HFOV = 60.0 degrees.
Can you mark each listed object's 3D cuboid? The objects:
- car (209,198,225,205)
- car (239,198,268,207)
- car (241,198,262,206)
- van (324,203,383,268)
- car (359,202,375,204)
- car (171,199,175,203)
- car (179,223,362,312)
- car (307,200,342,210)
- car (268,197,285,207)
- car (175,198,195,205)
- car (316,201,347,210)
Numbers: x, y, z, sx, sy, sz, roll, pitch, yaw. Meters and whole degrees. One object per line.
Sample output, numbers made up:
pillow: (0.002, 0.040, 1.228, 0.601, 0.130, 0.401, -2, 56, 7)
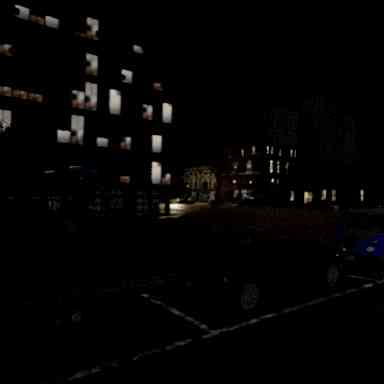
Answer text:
car: (5.687, 2.128, 76.848, 1.967, 1.590, 4.097, 1, -1, -35)
car: (10.623, 1.973, 59.662, 2.128, 1.511, 4.902, 1, -1, -34)
car: (12.060, 2.075, 67.759, 1.967, 1.590, 4.097, 1, -1, -35)
van: (6.398, 1.428, 11.079, 3.998, 1.788, 1.690, 1, 1, -36)
car: (25.391, 2.090, 48.691, 1.947, 1.339, 4.313, 1, -1, -35)
car: (-3.907, 2.297, 90.666, 1.752, 1.417, 4.829, 1, -1, -35)
car: (1.802, 1.590, 7.797, 4.507, 1.381, 1.887, 1, 1, -36)
car: (17.694, 1.783, 44.637, 1.967, 1.590, 4.097, 1, -1, -35)
car: (15.254, 1.923, 63.220, 2.192, 1.841, 5.009, 1, -1, -35)
car: (-1.098, 2.032, 71.928, 1.752, 1.417, 4.829, 1, -1, -35)
car: (22.265, 2.132, 53.192, 1.802, 1.307, 4.206, 1, -1, -35)
